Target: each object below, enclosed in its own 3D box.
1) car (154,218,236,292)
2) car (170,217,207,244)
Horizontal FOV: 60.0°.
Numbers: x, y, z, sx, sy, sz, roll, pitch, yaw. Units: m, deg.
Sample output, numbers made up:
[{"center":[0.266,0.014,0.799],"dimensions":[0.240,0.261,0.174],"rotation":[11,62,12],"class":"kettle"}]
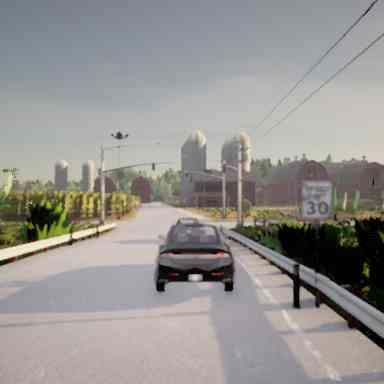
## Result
[{"center":[0.041,1.634,9.269],"dimensions":[2.128,1.511,4.902],"rotation":[0,-2,-1],"class":"car"},{"center":[-0.254,2.238,20.065],"dimensions":[1.994,1.385,4.181],"rotation":[0,-4,-2],"class":"car"}]
